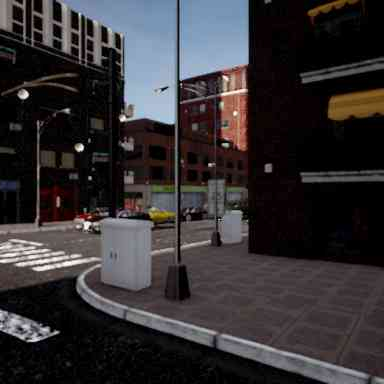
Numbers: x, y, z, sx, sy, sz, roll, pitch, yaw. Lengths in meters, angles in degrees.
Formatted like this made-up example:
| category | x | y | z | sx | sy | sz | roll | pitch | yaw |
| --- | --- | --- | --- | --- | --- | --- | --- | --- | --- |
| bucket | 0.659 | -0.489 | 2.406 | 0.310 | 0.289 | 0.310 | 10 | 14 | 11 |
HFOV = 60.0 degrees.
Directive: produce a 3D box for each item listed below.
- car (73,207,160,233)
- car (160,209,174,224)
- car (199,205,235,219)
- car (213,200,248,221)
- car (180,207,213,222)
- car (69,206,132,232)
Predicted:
| category | x | y | z | sx | sy | sz | roll | pitch | yaw |
| --- | --- | --- | --- | --- | --- | --- | --- | --- | --- |
| car | -4.768 | 1.870 | 21.700 | 2.128 | 1.511 | 4.902 | 0 | -1 | 38 |
| car | -3.412 | 2.023 | 28.285 | 1.752 | 1.417 | 4.829 | -1 | -2 | 35 |
| car | 2.910 | 2.231 | 37.343 | 1.752 | 1.417 | 4.829 | -1 | -2 | 35 |
| car | 3.991 | 1.889 | 34.338 | 2.150 | 2.045 | 5.566 | 0 | -1 | 35 |
| car | -0.154 | 2.171 | 32.953 | 1.947 | 1.339 | 4.313 | -1 | -2 | 35 |
| car | -6.476 | 1.837 | 23.898 | 1.967 | 1.590 | 4.097 | -1 | -2 | 35 |
